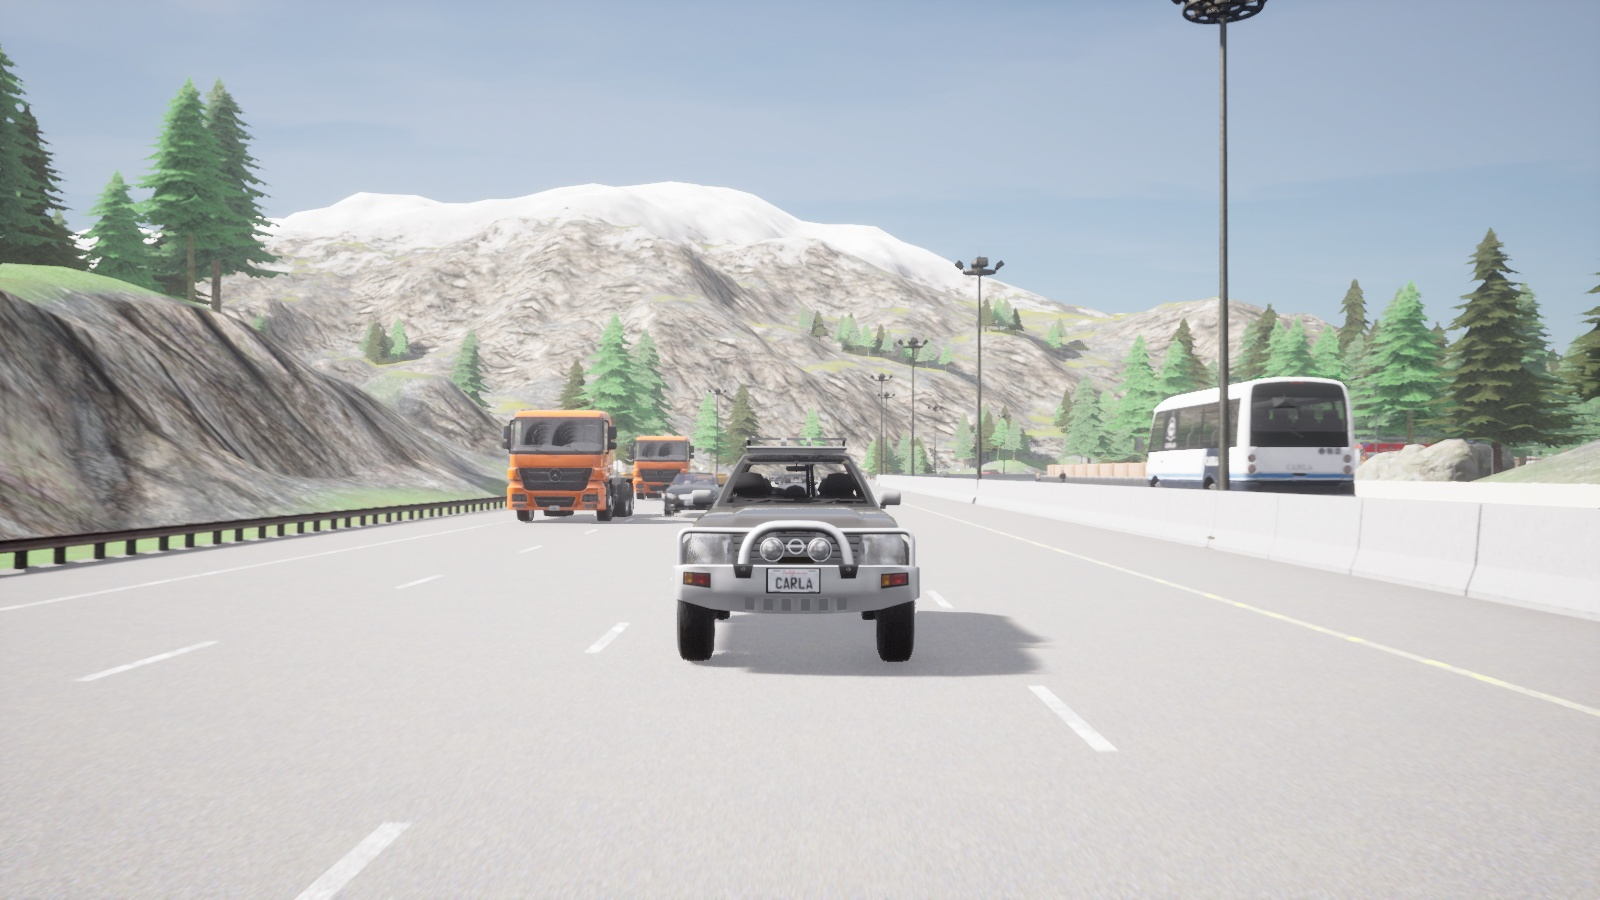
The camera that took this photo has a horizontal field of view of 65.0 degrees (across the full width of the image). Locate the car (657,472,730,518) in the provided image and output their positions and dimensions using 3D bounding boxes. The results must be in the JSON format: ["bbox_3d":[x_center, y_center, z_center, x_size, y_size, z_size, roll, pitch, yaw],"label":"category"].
[{"bbox_3d":[-3.605,1.511,43.340,2.128,1.511,4.902,0,-1,0],"label":"car"}]

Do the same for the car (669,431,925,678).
[{"bbox_3d":[-0.029,0.829,11.782,1.932,1.855,4.605,0,-1,0],"label":"car"}]

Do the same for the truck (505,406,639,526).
[{"bbox_3d":[-7.102,0.536,40.303,2.891,3.462,7.936,0,-1,0],"label":"truck"}]

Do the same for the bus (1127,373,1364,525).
[{"bbox_3d":[13.896,0.061,40.540,3.944,4.253,10.273,0,-1,0],"label":"bus"}]

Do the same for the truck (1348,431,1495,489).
[{"bbox_3d":[42.057,0.710,85.101,8.468,3.827,2.891,0,-1,0],"label":"truck"}]

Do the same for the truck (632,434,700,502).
[{"bbox_3d":[-7.170,1.005,68.330,2.891,3.462,7.936,0,-1,0],"label":"truck"}]
